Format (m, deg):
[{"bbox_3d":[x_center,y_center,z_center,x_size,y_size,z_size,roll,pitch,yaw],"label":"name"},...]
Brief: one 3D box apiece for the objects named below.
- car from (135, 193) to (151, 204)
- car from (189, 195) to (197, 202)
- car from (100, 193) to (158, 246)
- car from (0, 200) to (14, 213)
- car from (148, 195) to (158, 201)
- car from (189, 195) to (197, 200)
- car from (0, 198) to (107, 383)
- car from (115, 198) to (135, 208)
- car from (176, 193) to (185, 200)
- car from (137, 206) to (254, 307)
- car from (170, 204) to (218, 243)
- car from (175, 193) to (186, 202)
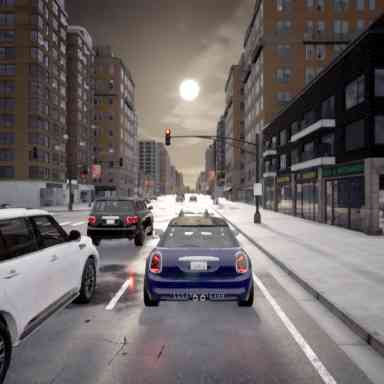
[{"bbox_3d":[-9.539,1.250,65.438,2.150,2.045,5.566,0,0,1],"label":"car"},{"bbox_3d":[0.289,1.564,78.217,1.812,1.442,4.674,0,0,0],"label":"car"},{"bbox_3d":[-3.096,1.224,15.341,2.150,2.045,5.566,0,0,0],"label":"car"},{"bbox_3d":[-22.018,1.594,36.064,4.313,1.339,1.947,0,0,0],"label":"car"},{"bbox_3d":[-9.454,1.503,80.549,1.994,1.385,4.181,0,0,0],"label":"car"},{"bbox_3d":[0.325,1.491,88.225,1.994,1.385,4.181,0,0,0],"label":"car"},{"bbox_3d":[-3.138,1.222,4.988,2.150,2.045,5.566,0,0,1],"label":"car"},{"bbox_3d":[-9.671,1.617,48.119,1.895,1.301,4.718,0,0,0],"label":"car"},{"bbox_3d":[-2.925,1.163,88.267,2.150,2.045,5.566,0,0,0],"label":"car"},{"bbox_3d":[0.127,1.352,8.145,2.097,1.767,4.553,0,0,0],"label":"car"},{"bbox_3d":[0.118,1.493,17.213,2.128,1.511,4.902,0,0,1],"label":"car"},{"bbox_3d":[-2.963,1.578,77.815,2.033,1.411,5.357,0,0,0],"label":"car"}]
